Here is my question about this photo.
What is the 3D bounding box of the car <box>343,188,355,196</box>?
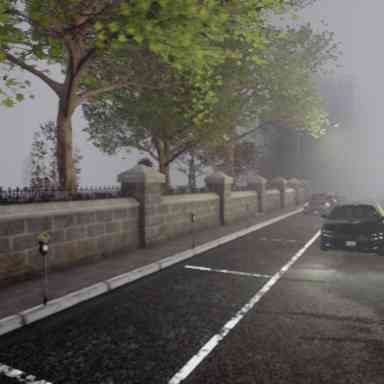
[{"bbox_3d":[30.495,0.022,64.555,1.752,1.417,4.829,0,1,28],"label":"car"}]

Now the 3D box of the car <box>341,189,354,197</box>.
[{"bbox_3d":[27.950,0.157,59.725,2.008,1.369,4.403,0,1,28],"label":"car"}]

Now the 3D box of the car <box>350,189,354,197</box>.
[{"bbox_3d":[25.245,0.250,54.595,1.752,1.417,4.829,0,1,28],"label":"car"}]

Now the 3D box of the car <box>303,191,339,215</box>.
[{"bbox_3d":[9.575,0.861,24.867,1.967,1.590,4.097,0,1,28],"label":"car"}]

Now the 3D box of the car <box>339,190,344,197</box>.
[{"bbox_3d":[12.199,0.743,29.845,1.967,1.590,4.097,0,1,28],"label":"car"}]

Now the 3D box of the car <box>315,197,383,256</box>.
[{"bbox_3d":[5.912,1.183,12.146,1.882,1.535,5.008,0,2,28],"label":"car"}]

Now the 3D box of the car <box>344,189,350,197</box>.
[{"bbox_3d":[17.450,0.619,39.807,2.008,1.369,4.403,0,1,28],"label":"car"}]
